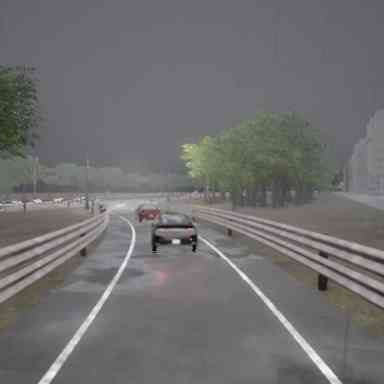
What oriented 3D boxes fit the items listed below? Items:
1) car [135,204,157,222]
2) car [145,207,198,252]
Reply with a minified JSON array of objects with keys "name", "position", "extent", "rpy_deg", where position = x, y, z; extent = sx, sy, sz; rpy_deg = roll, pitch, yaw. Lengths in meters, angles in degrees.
[{"name":"car","position":[-4.048,1.841,30.097],"extent":[1.882,1.535,5.008],"rpy_deg":[0,0,-16]},{"name":"car","position":[-0.898,1.661,14.749],"extent":[2.128,1.511,4.902],"rpy_deg":[0,-1,-7]}]
